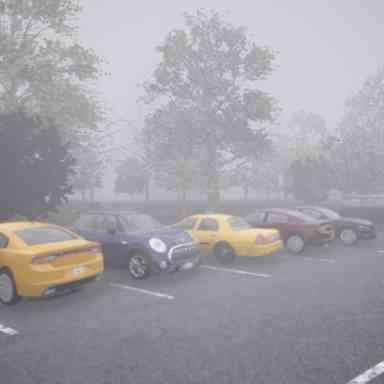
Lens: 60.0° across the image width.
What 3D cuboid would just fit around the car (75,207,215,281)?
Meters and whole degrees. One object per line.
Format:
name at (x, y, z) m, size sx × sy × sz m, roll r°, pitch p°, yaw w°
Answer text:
car at (-1.918, 1.331, 9.859) m, size 4.553 × 1.767 × 2.185 m, roll -1°, pitch -1°, yaw 35°

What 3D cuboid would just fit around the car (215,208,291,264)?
car at (0.387, 1.433, 11.645) m, size 5.366 × 1.575 × 1.946 m, roll -1°, pitch 0°, yaw 35°

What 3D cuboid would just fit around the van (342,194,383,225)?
van at (10.245, 1.117, 18.318) m, size 4.442 × 1.987 × 1.878 m, roll -1°, pitch 0°, yaw 36°

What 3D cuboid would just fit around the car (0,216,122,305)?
car at (-4.322, 1.479, 8.121) m, size 5.008 × 1.535 × 2.097 m, roll -1°, pitch 0°, yaw 35°

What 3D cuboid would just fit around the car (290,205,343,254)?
car at (2.984, 1.410, 13.224) m, size 5.008 × 1.535 × 2.097 m, roll -1°, pitch 0°, yaw 35°

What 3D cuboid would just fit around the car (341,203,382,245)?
car at (5.429, 1.387, 14.924) m, size 5.008 × 1.535 × 2.097 m, roll -1°, pitch -1°, yaw 35°
